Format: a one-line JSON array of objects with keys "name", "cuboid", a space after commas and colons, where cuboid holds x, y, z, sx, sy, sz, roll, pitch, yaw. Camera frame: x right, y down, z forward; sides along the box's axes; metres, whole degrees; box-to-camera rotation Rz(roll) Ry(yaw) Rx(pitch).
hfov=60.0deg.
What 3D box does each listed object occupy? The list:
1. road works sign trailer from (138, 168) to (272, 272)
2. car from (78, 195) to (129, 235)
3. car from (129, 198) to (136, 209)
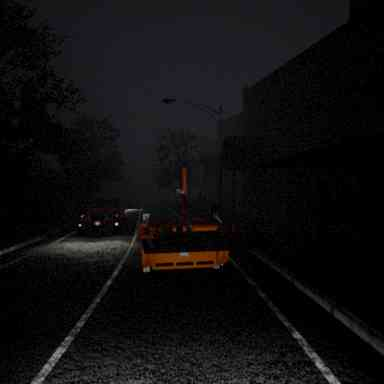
[{"name": "road works sign trailer", "cuboid": [0.029, 0.790, 7.689, 2.380, 2.880, 3.560, 0, 0, -10]}, {"name": "car", "cuboid": [-5.133, 1.229, 19.518, 2.150, 2.045, 5.566, -1, 0, -8]}, {"name": "car", "cuboid": [-8.593, 1.563, 44.658, 1.994, 1.385, 4.181, -1, 0, -8]}]
